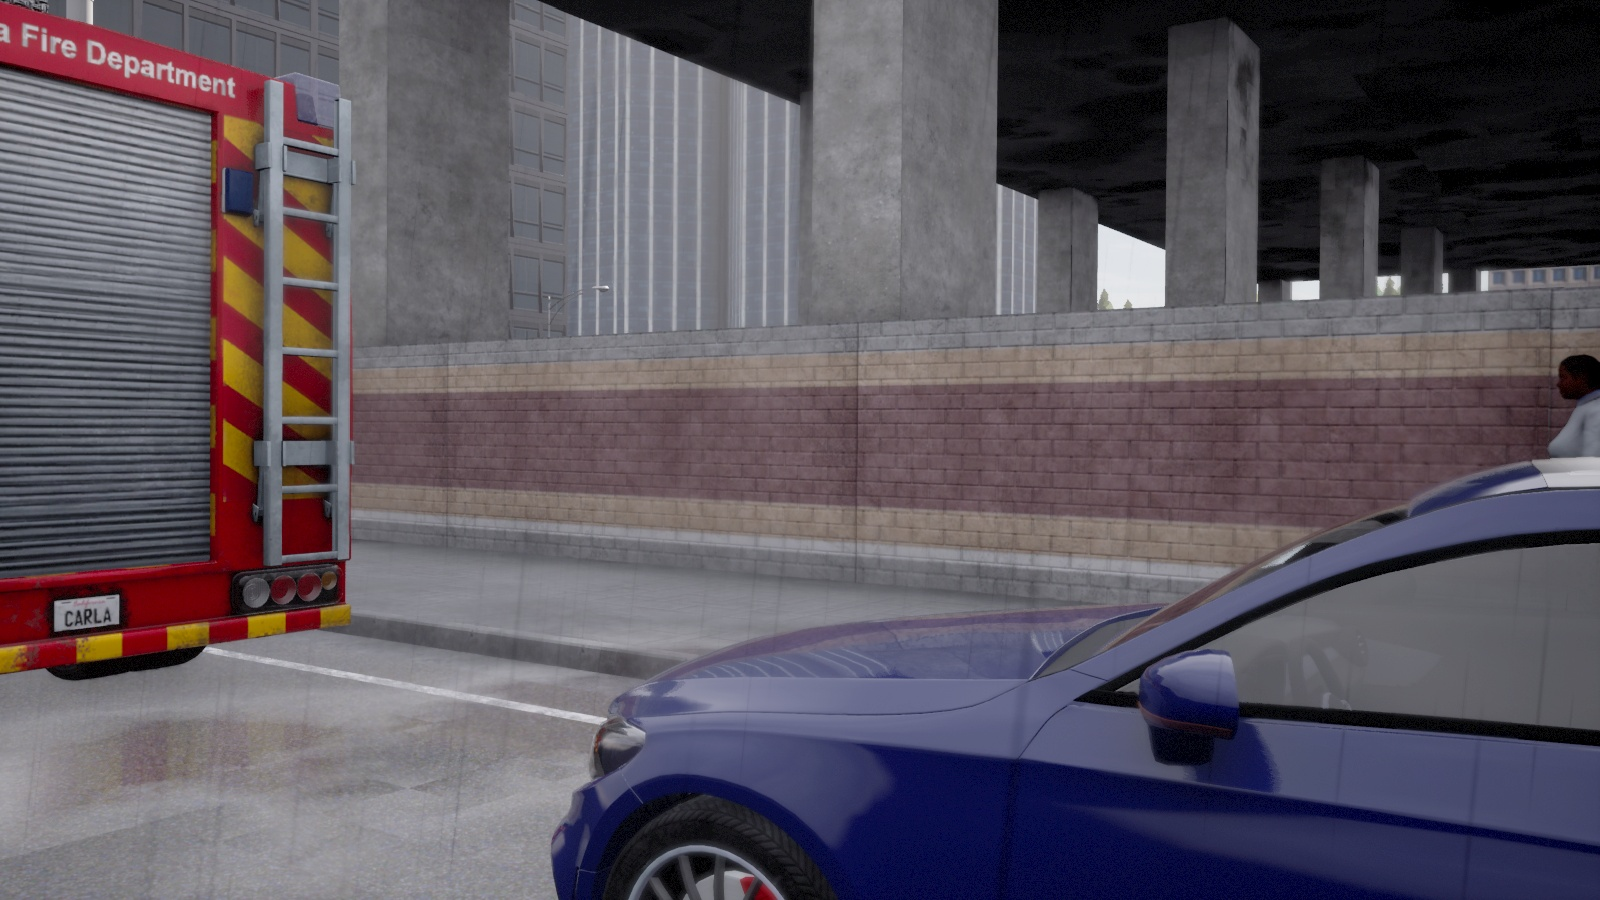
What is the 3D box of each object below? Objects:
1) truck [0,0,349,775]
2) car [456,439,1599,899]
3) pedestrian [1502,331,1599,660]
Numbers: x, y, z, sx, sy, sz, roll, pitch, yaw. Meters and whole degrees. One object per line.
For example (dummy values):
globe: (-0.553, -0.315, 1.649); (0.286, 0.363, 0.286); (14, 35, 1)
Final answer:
truck: (-6.880, -0.483, 8.172); (8.468, 3.827, 2.891); (0, 1, 34)
car: (1.618, 0.708, 2.546); (4.674, 1.442, 1.812); (0, 1, 33)
pedestrian: (4.715, 0.251, 7.441); (0.900, 1.855, 0.874); (0, 1, 34)
